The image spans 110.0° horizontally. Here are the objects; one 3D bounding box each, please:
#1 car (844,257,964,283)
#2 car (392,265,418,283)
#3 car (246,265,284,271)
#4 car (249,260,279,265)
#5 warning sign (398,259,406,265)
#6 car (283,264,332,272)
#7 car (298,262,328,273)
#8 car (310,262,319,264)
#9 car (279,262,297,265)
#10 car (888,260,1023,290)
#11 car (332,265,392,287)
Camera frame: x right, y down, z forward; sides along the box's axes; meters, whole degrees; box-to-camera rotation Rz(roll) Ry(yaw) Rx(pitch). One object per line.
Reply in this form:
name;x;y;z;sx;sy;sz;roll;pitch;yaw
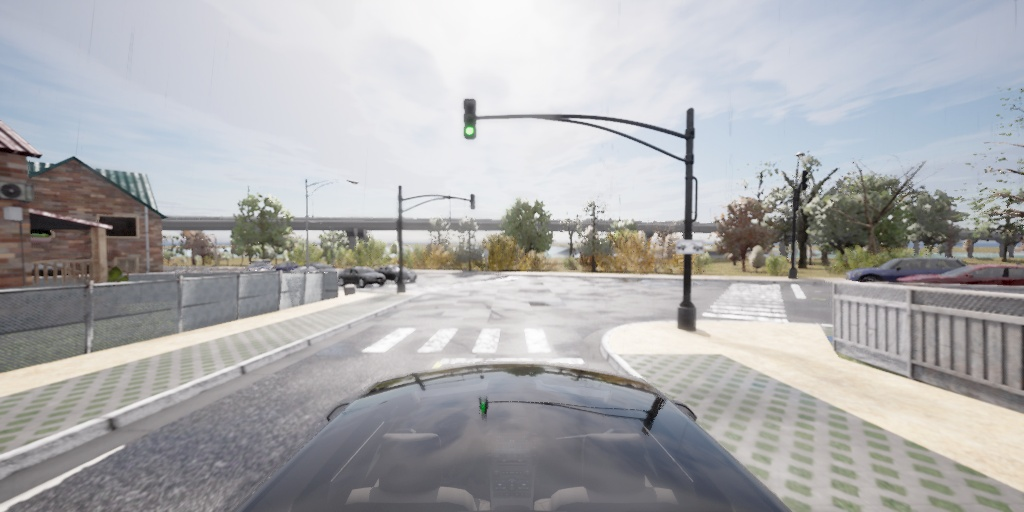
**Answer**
car;19.822;0.878;18.069;4.553;1.767;2.097;-1;1;36
car;-10.446;1.566;31.793;4.902;1.511;2.128;-1;1;36
car;-27.850;1.979;40.440;4.718;1.301;1.895;-1;1;36
car;-34.744;1.762;49.517;4.553;1.767;2.097;-1;1;36
warning sign;-14.258;1.050;46.260;1.060;1.860;1.300;0;0;36
car;-19.731;1.792;34.534;4.674;1.442;1.812;-1;1;36
car;-30.182;1.707;54.291;4.902;1.511;2.128;-1;1;36
car;-20.603;1.717;39.179;4.892;1.490;1.837;-1;1;36
car;-32.745;1.667;52.261;4.553;1.767;2.097;-1;1;36
car;19.178;1.078;14.524;5.008;1.535;1.882;-1;1;36
car;-12.213;1.669;29.062;4.892;1.490;1.837;-1;1;36
